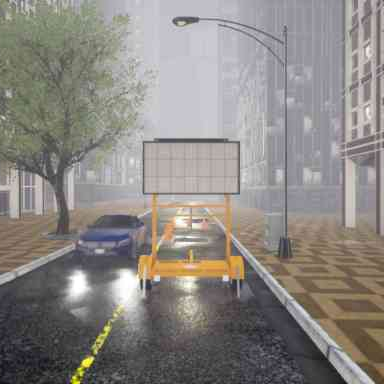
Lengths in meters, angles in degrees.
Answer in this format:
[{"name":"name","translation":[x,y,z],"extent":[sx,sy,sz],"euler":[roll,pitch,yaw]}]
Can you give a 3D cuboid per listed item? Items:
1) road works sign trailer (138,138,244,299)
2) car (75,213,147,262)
[{"name":"road works sign trailer","translation":[-0.018,0.464,8.393],"extent":[2.380,3.560,2.880],"euler":[0,0,0]},{"name":"car","translation":[-2.777,1.525,12.324],"extent":[1.812,1.442,4.674],"euler":[0,0,0]}]
